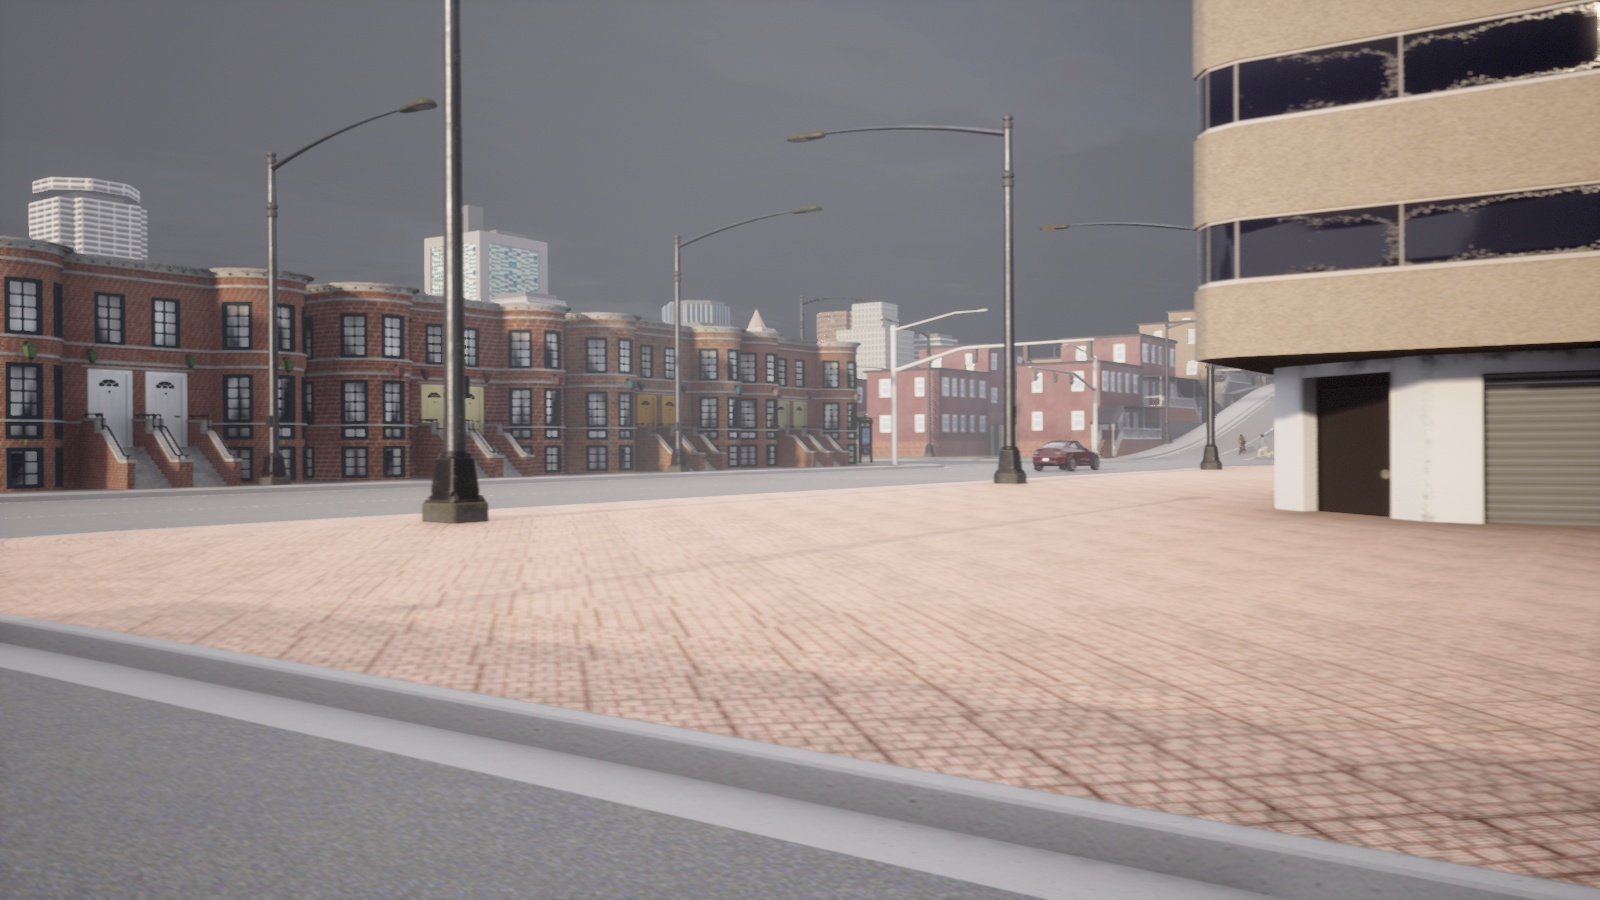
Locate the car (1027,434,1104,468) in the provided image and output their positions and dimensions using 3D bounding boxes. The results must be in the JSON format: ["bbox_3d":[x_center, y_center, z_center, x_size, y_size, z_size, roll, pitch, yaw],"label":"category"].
[{"bbox_3d":[12.511,0.026,58.942,1.812,1.442,4.674,-1,0,35],"label":"car"}]

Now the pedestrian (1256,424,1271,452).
[{"bbox_3d":[31.731,-0.810,85.962,0.900,1.855,0.874,-1,0,26],"label":"pedestrian"}]
